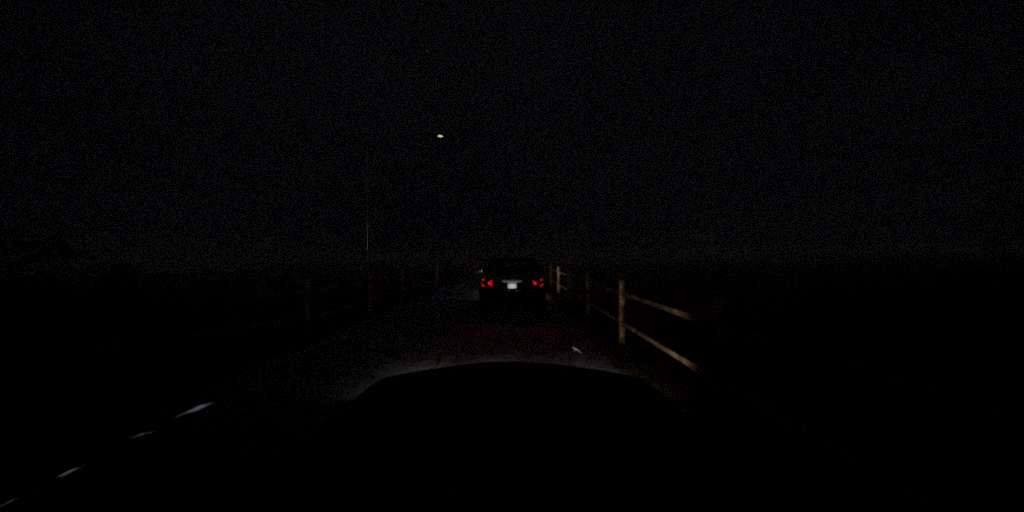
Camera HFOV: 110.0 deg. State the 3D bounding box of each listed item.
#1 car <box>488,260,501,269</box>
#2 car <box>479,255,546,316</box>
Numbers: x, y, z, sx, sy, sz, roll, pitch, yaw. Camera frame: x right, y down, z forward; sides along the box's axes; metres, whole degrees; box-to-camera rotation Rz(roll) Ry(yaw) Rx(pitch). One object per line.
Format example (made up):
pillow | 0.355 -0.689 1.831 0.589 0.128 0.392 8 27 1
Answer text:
car | -2.807 1.410 58.978 1.895 1.301 4.718 0 0 1
car | 0.030 0.988 13.477 2.150 2.045 5.566 0 0 0
